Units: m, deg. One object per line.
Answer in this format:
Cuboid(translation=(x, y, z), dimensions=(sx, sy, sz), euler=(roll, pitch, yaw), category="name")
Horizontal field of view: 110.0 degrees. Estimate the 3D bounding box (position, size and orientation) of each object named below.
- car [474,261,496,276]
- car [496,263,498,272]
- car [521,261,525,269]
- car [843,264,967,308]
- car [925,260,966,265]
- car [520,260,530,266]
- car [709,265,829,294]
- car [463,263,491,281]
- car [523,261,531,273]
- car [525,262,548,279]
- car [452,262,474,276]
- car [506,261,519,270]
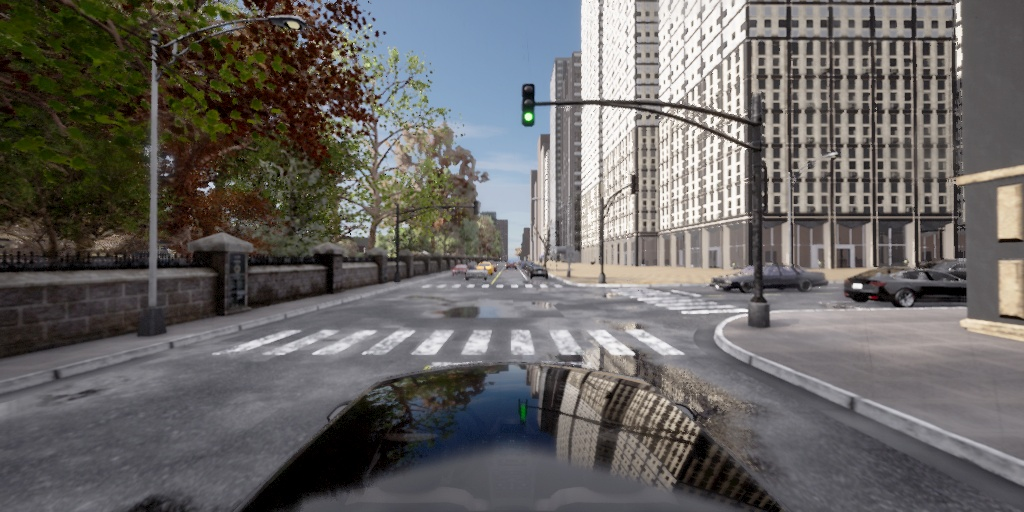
Cuboid(translation=(-3.224, 1.518, 42.944), dimensions=(1.882, 1.535, 5.008), euler=(0, -1, 0), category="car")
Cuboid(translation=(-3.243, 1.468, 52.926), dimensions=(2.097, 1.767, 4.553), euler=(0, 0, 0), category="car")
Cuboid(translation=(2.553, 1.635, 46.868), dimensions=(1.948, 1.339, 4.313), euler=(0, 0, 0), category="car")
Cuboid(translation=(14.652, 1.100, 13.059), dimensions=(4.313, 1.339, 1.948), euler=(0, 0, 0), category="car")
Cuboid(translation=(23.125, 0.957, 18.928), dimensions=(4.892, 1.490, 1.837), euler=(-1, -1, 0), category="car")
Cuboid(translation=(2.958, 1.705, 63.921), dimensions=(1.837, 1.490, 4.892), euler=(0, 0, 0), category="car")
Cuboid(translation=(13.396, 1.165, 18.834), dimensions=(5.357, 1.411, 2.033), euler=(-1, -1, -1), category="car")
Cuboid(translation=(-3.193, 1.570, 33.116), dimensions=(1.895, 1.301, 4.718), euler=(0, 0, -3), category="car")
Cuboid(translation=(2.570, 1.594, 41.235), dimensions=(1.948, 1.339, 4.313), euler=(0, 0, 0), category="car")
Cuboid(translation=(2.587, 1.553, 35.603), dimensions=(1.948, 1.339, 4.313), euler=(0, 0, 0), category="car")
Cuboid(translation=(-5.810, 1.610, 41.210), dimensions=(1.802, 1.307, 4.207), euler=(0, 0, 0), category="car")
Cuboid(translation=(-0.089, 1.734, 64.872), dimensions=(1.812, 1.442, 4.674), euler=(0, 0, 0), category="car")
